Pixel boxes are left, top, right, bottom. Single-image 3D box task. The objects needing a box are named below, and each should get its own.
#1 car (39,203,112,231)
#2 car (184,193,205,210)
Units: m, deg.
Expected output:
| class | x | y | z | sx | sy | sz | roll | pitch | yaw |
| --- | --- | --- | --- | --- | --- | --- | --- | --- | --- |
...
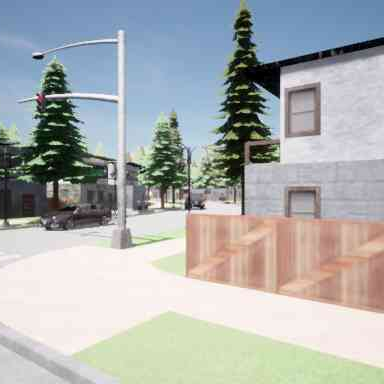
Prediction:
| class | x | y | z | sx | sy | sz | roll | pitch | yaw |
| --- | --- | --- | --- | --- | --- | --- | --- | --- | --- |
| car | -7.139 | 1.484 | 20.871 | 1.837 | 1.490 | 4.892 | 0 | 0 | 29 |
| car | 0.422 | 1.199 | 42.083 | 2.150 | 2.045 | 5.566 | 0 | 0 | 8 |
